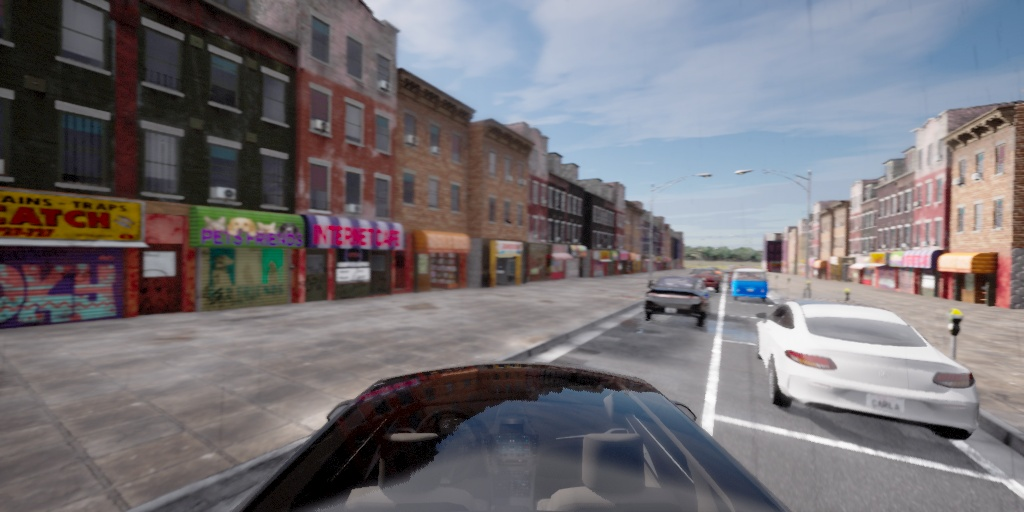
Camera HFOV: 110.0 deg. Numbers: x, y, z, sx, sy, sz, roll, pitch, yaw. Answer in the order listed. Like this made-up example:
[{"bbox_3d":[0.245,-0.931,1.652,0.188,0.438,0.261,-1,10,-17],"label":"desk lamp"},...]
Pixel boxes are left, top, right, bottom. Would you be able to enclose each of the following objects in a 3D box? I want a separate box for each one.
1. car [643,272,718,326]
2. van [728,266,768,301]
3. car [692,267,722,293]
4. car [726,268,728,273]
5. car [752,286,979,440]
[{"bbox_3d":[6.113,1.496,13.053,2.128,1.511,4.902,1,0,31],"label":"car"},{"bbox_3d":[13.509,1.609,20.481,1.690,1.789,3.998,0,0,31],"label":"van"},{"bbox_3d":[14.431,1.693,26.914,2.097,1.767,4.553,1,0,31],"label":"car"},{"bbox_3d":[19.200,1.814,29.968,2.192,1.841,5.009,0,0,31],"label":"car"},{"bbox_3d":[5.173,1.452,5.807,1.812,1.442,4.674,1,0,31],"label":"car"}]
